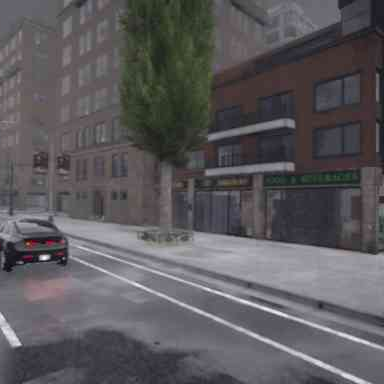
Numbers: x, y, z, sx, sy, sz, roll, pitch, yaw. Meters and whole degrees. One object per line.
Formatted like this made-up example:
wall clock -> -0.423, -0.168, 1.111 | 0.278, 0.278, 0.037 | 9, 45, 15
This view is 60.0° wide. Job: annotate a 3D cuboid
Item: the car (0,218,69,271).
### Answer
car -> -5.882, 1.699, 11.742 | 1.837, 1.490, 4.892 | 2, -2, -39
